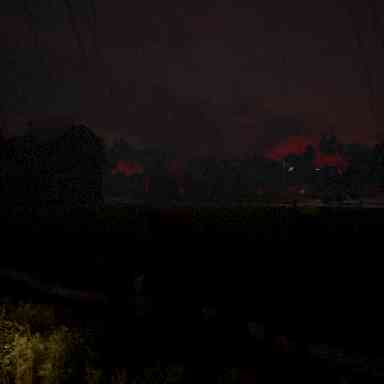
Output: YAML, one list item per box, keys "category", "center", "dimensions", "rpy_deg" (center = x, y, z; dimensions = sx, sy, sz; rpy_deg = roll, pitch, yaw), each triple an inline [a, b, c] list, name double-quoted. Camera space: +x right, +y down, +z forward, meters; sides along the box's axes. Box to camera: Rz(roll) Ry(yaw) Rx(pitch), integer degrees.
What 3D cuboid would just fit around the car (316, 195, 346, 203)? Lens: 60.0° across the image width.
- category: "car"
  center: [30.787, 1.610, 73.712]
  dimensions: [4.611, 1.667, 2.242]
  rpy_deg: [0, 0, 35]
